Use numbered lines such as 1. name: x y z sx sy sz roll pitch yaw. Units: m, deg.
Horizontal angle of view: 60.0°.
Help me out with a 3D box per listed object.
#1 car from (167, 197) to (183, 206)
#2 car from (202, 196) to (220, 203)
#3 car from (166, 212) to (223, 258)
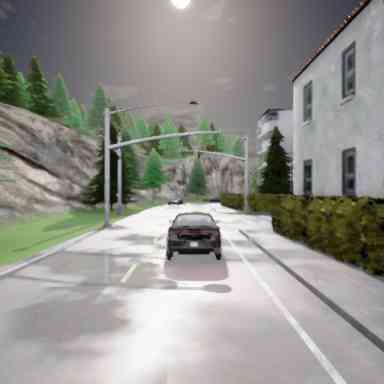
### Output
1. car: -2.784 1.617 57.421 2.033 1.411 5.357 0 0 11
2. car: 4.323 1.627 72.173 2.033 1.411 5.357 0 0 40
3. car: 0.079 1.493 12.820 1.882 1.535 5.008 0 0 0
